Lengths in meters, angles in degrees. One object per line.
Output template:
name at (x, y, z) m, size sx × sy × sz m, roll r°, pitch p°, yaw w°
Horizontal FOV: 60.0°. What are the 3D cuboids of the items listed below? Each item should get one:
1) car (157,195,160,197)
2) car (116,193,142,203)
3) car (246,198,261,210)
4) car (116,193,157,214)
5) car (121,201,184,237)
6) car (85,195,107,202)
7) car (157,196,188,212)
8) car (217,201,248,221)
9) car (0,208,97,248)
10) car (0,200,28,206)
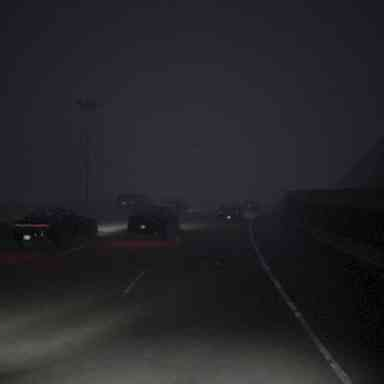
car at (-7.267, 1.372, 70.000) m, size 1.895 × 1.301 × 4.718 m, roll 0°, pitch 0°, yaw 26°
car at (-12.623, 1.146, 67.037) m, size 2.150 × 2.045 × 5.566 m, roll 0°, pitch 0°, yaw 24°
car at (7.670, 1.514, 42.429) m, size 1.812 × 1.442 × 4.674 m, roll 0°, pitch 0°, yaw 19°
car at (-5.831, 1.192, 34.229) m, size 2.150 × 2.045 × 5.566 m, roll 0°, pitch 0°, yaw 14°
car at (-1.945, 1.464, 17.964) m, size 1.882 × 1.535 × 5.008 m, roll 0°, pitch 0°, yaw 8°
car at (-18.166, 1.281, 63.255) m, size 2.097 × 1.767 × 4.553 m, roll 0°, pitch 0°, yaw 23°
car at (-1.783, 1.469, 35.691) m, size 2.128 × 1.511 × 4.902 m, roll 0°, pitch 0°, yaw 15°
car at (3.216, 1.593, 26.891) m, size 1.895 × 1.301 × 4.718 m, roll 0°, pitch 0°, yaw 12°
car at (-5.877, 1.472, 14.815) m, size 2.128 × 1.511 × 4.902 m, roll 0°, pitch 0°, yaw 6°
car at (-17.446, 1.495, 31.678) m, size 2.033 × 1.411 × 5.357 m, roll 0°, pitch 0°, yaw 13°
